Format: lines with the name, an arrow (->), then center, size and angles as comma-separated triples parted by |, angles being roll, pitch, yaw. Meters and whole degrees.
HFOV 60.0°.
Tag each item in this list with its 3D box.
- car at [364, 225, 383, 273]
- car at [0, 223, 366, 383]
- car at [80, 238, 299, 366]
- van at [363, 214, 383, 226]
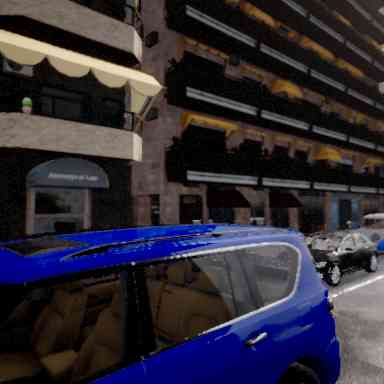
car -> 4.389, 1.934, 10.539 | 4.403, 1.369, 2.008 | 1, -2, -41
car -> -0.976, 1.359, 2.548 | 5.566, 2.045, 2.150 | 1, -3, -41
car -> 0.166, 1.868, 6.909 | 4.313, 1.339, 1.947 | 1, -2, -41
van -> 8.612, 1.806, 14.176 | 3.998, 1.788, 1.690 | 1, -2, -41
